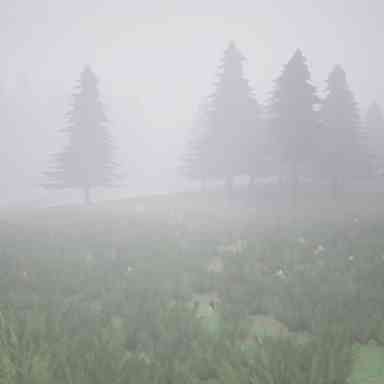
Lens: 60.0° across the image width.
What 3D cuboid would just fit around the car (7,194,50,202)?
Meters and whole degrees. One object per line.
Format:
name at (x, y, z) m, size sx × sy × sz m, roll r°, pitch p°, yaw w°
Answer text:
car at (-18.282, 1.086, 36.859) m, size 1.882 × 1.535 × 5.008 m, roll 1°, pitch 5°, yaw 40°
